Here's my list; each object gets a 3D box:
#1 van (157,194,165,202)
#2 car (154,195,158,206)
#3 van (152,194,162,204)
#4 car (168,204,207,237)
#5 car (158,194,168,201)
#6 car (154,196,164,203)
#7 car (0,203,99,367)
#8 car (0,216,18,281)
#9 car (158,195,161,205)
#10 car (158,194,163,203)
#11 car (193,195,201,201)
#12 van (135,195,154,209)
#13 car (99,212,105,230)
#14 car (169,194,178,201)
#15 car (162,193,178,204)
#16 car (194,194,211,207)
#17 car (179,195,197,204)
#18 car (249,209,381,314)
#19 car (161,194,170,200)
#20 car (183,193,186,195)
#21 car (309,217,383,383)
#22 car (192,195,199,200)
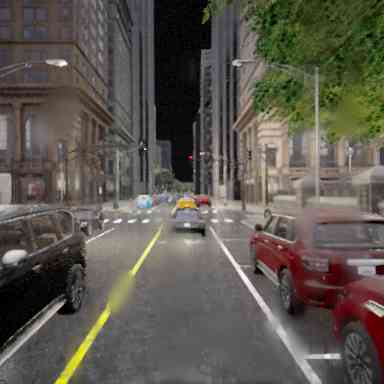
[{"bbox_3d":[-7.185,1.397,77.690,1.690,1.788,3.998,0,0,-1],"label":"van"},{"bbox_3d":[-6.679,1.472,50.488,1.967,1.590,4.097,0,0,-1],"label":"car"},{"bbox_3d":[-6.983,1.387,66.809,1.690,1.788,3.998,0,0,-1],"label":"van"},{"bbox_3d":[-0.243,1.557,18.184,1.994,1.385,4.181,0,0,0],"label":"car"},{"bbox_3d":[-7.287,1.376,83.131,2.192,1.841,5.009,0,0,-1],"label":"car"},{"bbox_3d":[-7.083,1.596,72.250,1.887,1.381,4.507,0,0,-1],"label":"car"},{"bbox_3d":[-3.165,1.241,4.664,2.150,2.045,5.566,0,0,-1],"label":"car"},{"bbox_3d":[-5.876,1.477,7.350,1.967,1.590,4.097,0,0,-1],"label":"car"},{"bbox_3d":[-6.779,1.581,55.928,1.887,1.381,4.507,0,0,-1],"label":"car"},{"bbox_3d":[-6.881,1.607,61.368,1.947,1.339,4.313,0,0,-1],"label":"car"},{"bbox_3d":[1.238,1.445,83.295,1.967,1.590,4.097,0,0,-1],"label":"car"},{"bbox_3d":[-6.578,1.370,45.049,1.690,1.788,3.998,0,0,-1],"label":"van"},{"bbox_3d":[-6.080,1.597,18.395,1.947,1.339,4.313,0,0,-1],"label":"car"},{"bbox_3d":[-4.473,1.293,80.311,1.837,1.490,4.892,0,0,-1],"label":"car"},{"bbox_3d":[-4.188,1.522,64.326,2.128,1.511,4.902,0,0,-1],"label":"car"},{"bbox_3d":[1.844,1.291,50.656,2.192,1.841,5.009,0,0,-1],"label":"car"},{"bbox_3d":[-0.673,1.466,42.895,1.882,1.535,5.008,0,0,-1],"label":"car"},{"bbox_3d":[2.647,1.296,7.519,2.192,1.841,5.009,0,0,-1],"label":"car"},{"bbox_3d":[-7.489,1.387,94.011,2.192,1.841,5.009,0,0,-1],"label":"car"},{"bbox_3d":[-1.417,1.495,77.421,1.882,1.535,5.008,0,0,-1],"label":"car"},{"bbox_3d":[2.750,1.297,1.995,2.192,1.841,5.009,0,0,-1],"label":"car"},{"bbox_3d":[1.036,1.561,94.174,1.887,1.381,4.507,0,0,-1],"label":"car"}]
